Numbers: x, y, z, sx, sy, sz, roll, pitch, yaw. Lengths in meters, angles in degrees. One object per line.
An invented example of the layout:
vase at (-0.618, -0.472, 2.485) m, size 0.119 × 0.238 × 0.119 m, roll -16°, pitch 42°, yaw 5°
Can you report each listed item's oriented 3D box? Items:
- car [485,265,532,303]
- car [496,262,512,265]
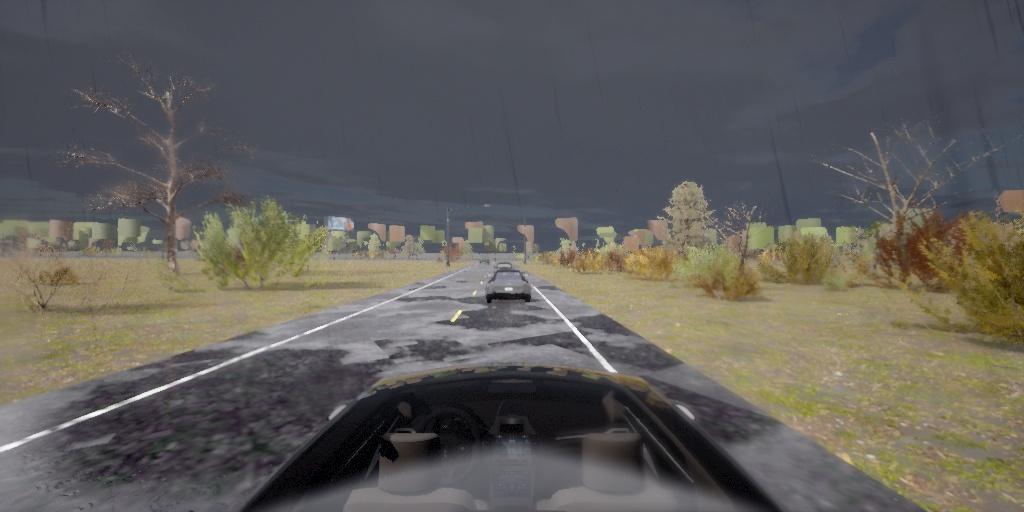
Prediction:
car at (-0.179, 1.314, 16.573) m, size 1.994 × 1.385 × 4.181 m, roll 0°, pitch 0°, yaw -1°
car at (-0.690, 1.257, 31.590) m, size 1.812 × 1.442 × 4.674 m, roll 0°, pitch 0°, yaw -2°
